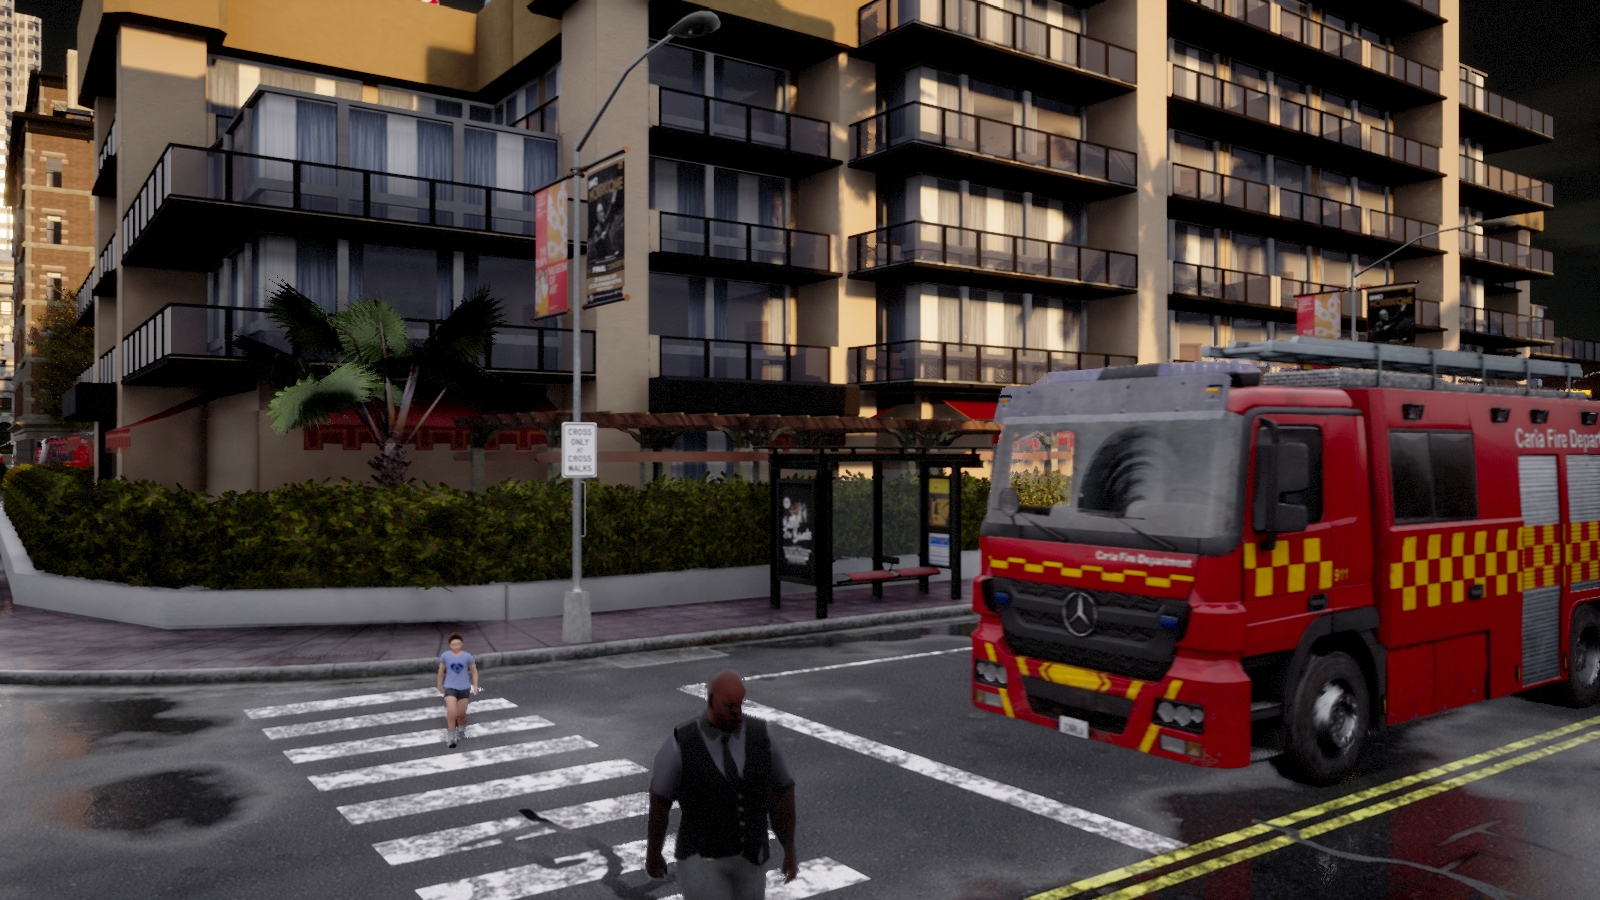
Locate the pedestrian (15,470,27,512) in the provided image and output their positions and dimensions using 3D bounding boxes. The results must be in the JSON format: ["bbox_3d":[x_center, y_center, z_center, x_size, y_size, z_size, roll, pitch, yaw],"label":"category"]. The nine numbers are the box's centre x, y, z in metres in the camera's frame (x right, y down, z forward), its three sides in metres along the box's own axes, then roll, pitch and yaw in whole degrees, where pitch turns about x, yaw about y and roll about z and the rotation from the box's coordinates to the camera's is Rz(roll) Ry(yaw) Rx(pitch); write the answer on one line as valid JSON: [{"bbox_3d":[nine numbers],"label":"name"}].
[{"bbox_3d":[-34.866,1.849,51.148,0.375,1.860,0.375,0,0,-26],"label":"pedestrian"}]

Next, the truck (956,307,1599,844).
[{"bbox_3d":[5.731,0.892,11.757,8.468,3.827,2.891,0,0,-35],"label":"truck"}]

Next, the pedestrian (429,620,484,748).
[{"bbox_3d":[-3.300,2.230,10.967,0.500,1.100,0.500,0,0,-18],"label":"pedestrian"}]

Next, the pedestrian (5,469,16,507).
[{"bbox_3d":[-38.506,1.849,55.718,0.375,1.860,0.375,0,0,-43],"label":"pedestrian"}]

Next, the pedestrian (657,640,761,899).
[{"bbox_3d":[-0.425,1.850,5.291,0.375,1.860,0.375,0,0,-25],"label":"pedestrian"}]
